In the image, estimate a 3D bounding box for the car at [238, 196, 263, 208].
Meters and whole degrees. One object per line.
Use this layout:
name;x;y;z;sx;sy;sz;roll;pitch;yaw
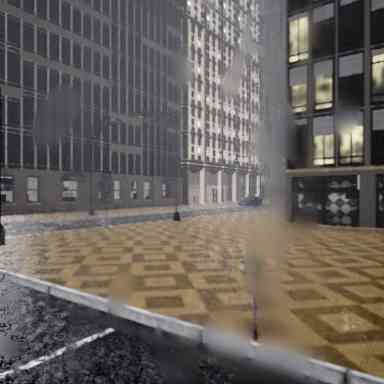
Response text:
car;8.010;1.330;45.065;1.812;1.442;4.674;0;0;37
